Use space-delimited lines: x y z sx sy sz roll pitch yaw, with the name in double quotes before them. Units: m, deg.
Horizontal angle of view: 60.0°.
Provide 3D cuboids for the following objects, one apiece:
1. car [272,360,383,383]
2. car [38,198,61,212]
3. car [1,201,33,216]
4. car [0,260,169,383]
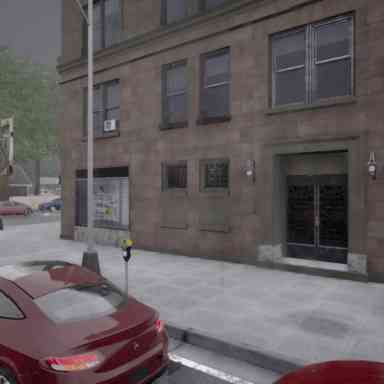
"car" 2.305 1.545 1.174 4.507 1.381 1.887 0 0 35
"car" -14.309 1.339 36.499 1.882 1.535 5.008 0 0 35
"car" -15.966 1.468 28.561 1.994 1.385 4.181 0 0 36
"car" -2.193 1.582 4.370 4.206 1.307 1.802 0 0 35
